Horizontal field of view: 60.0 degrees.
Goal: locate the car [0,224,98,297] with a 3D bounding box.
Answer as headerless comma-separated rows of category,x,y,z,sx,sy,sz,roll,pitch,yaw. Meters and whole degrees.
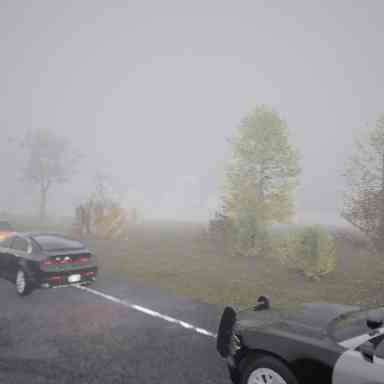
car,-4.647,1.926,9.889,4.892,1.490,1.837,-1,-4,43

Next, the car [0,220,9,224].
car,-8.975,1.879,14.007,4.553,1.767,2.097,-1,-4,43

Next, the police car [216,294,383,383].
police car,2.530,1.665,3.088,5.238,1.638,1.930,-1,-4,43
